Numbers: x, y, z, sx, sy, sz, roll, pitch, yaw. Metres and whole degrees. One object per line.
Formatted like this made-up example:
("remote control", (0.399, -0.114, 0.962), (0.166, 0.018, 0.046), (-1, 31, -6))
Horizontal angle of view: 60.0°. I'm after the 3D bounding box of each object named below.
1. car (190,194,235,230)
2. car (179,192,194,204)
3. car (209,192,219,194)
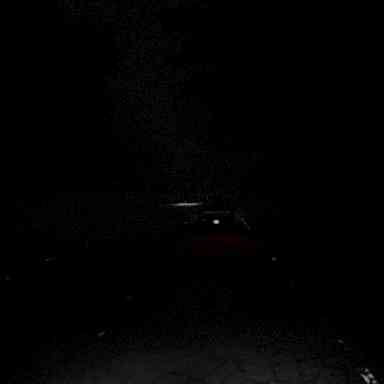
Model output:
("car", (1.269, 1.105, 17.738), (2.128, 1.511, 4.902), (-1, 1, 4))
("car", (-0.670, 0.774, 44.778), (2.033, 1.411, 5.357), (-1, 1, 3))
("car", (2.606, 0.757, 39.181), (1.812, 1.442, 4.674), (-1, 1, 3))
